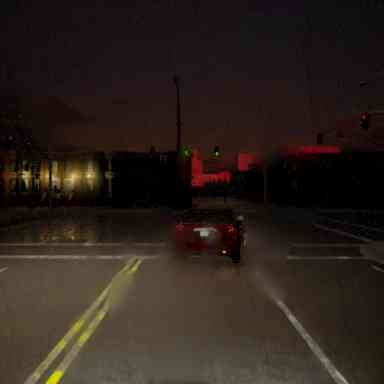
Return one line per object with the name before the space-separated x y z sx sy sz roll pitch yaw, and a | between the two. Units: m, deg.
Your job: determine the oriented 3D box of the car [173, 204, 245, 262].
car | 0.776 1.259 12.031 2.097 1.767 4.553 0 0 10
